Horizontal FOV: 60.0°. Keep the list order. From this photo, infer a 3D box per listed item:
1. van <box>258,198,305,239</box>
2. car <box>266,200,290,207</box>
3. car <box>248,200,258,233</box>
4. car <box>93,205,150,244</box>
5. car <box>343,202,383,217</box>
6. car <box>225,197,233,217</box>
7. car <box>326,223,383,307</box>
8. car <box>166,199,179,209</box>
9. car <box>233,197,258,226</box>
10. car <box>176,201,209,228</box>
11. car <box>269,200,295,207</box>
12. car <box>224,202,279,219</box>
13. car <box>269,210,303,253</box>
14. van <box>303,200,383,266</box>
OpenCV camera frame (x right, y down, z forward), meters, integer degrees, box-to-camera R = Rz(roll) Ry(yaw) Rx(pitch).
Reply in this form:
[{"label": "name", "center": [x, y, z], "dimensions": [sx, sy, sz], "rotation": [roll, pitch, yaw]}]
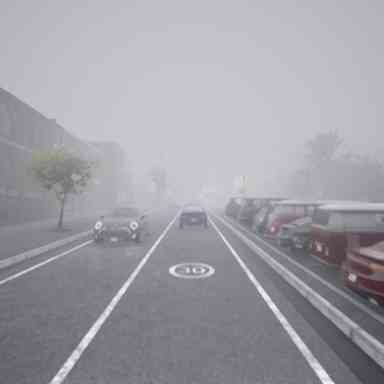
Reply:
[{"label": "van", "center": [5.481, 1.359, 14.921], "dimensions": [4.442, 1.987, 1.878], "rotation": [0, 0, 0]}, {"label": "car", "center": [18.705, 2.503, 72.666], "dimensions": [4.674, 1.452, 2.002], "rotation": [0, -1, 0]}, {"label": "car", "center": [5.564, 1.482, 17.725], "dimensions": [4.553, 1.767, 2.185], "rotation": [0, 0, 0]}, {"label": "car", "center": [-3.349, 1.485, 16.572], "dimensions": [2.097, 1.767, 4.553], "rotation": [0, 0, 0]}, {"label": "car", "center": [18.674, 1.800, 34.489], "dimensions": [5.008, 1.535, 2.097], "rotation": [0, -1, 0]}, {"label": "car", "center": [5.625, 1.472, 28.936], "dimensions": [5.566, 2.045, 2.435], "rotation": [0, -1, 0]}, {"label": "car", "center": [5.600, 1.518, 6.509], "dimensions": [5.008, 1.535, 2.097], "rotation": [0, 0, 0]}, {"label": "car", "center": [-3.308, 2.105, 58.098], "dimensions": [2.097, 1.767, 4.553], "rotation": [0, -1, 0]}, {"label": "car", "center": [5.623, 1.381, 20.526], "dimensions": [5.566, 2.045, 2.435], "rotation": [0, -1, 0]}, {"label": "car", "center": [0.101, 1.671, 23.881], "dimensions": [1.882, 1.535, 5.008], "rotation": [0, 0, 0]}, {"label": "car", "center": [18.700, 2.407, 69.391], "dimensions": [4.892, 1.521, 2.231], "rotation": [0, -1, 0]}, {"label": "car", "center": [5.592, 1.762, 31.734], "dimensions": [4.892, 1.521, 2.231], "rotation": [0, -1, 0]}, {"label": "car", "center": [5.593, 1.564, 12.115], "dimensions": [4.892, 1.521, 2.231], "rotation": [0, 0, 0]}, {"label": "van", "center": [5.719, 1.315, 9.315], "dimensions": [4.442, 1.987, 1.878], "rotation": [0, 0, 0]}]
